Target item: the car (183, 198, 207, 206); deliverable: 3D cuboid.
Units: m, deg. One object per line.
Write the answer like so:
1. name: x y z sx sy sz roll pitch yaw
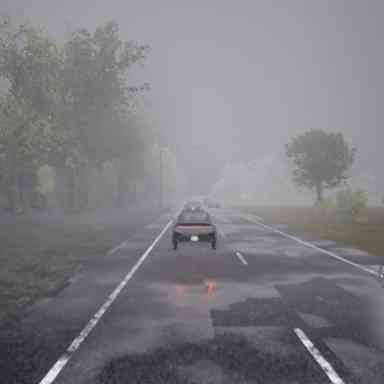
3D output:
1. car: 0.115 1.639 33.956 2.097 1.767 4.553 0 0 0

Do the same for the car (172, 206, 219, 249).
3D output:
1. car: 0.104 1.621 15.340 2.128 1.511 4.902 0 0 0

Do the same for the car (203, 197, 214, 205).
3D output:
1. car: 3.535 1.977 73.155 2.097 1.767 4.553 0 0 0

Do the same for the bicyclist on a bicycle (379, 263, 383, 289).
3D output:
1. bicyclist on a bicycle: 4.469 1.431 7.027 0.659 1.776 1.843 0 0 0

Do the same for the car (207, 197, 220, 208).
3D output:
1. car: 3.626 2.038 55.929 1.994 1.385 4.181 0 -1 0
